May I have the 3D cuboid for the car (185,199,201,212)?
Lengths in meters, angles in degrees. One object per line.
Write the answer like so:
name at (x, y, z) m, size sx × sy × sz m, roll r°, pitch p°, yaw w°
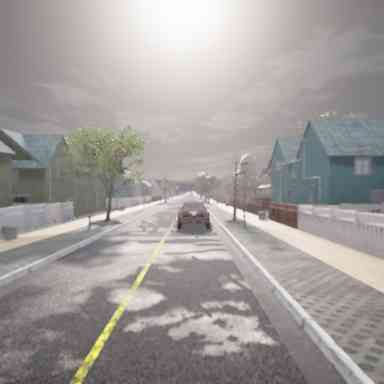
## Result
car at (0.119, 1.621, 42.014) m, size 1.837 × 1.490 × 4.892 m, roll 0°, pitch 0°, yaw 0°

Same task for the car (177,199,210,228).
car at (0.110, 1.415, 23.078) m, size 2.097 × 1.767 × 4.553 m, roll 0°, pitch 0°, yaw 0°
